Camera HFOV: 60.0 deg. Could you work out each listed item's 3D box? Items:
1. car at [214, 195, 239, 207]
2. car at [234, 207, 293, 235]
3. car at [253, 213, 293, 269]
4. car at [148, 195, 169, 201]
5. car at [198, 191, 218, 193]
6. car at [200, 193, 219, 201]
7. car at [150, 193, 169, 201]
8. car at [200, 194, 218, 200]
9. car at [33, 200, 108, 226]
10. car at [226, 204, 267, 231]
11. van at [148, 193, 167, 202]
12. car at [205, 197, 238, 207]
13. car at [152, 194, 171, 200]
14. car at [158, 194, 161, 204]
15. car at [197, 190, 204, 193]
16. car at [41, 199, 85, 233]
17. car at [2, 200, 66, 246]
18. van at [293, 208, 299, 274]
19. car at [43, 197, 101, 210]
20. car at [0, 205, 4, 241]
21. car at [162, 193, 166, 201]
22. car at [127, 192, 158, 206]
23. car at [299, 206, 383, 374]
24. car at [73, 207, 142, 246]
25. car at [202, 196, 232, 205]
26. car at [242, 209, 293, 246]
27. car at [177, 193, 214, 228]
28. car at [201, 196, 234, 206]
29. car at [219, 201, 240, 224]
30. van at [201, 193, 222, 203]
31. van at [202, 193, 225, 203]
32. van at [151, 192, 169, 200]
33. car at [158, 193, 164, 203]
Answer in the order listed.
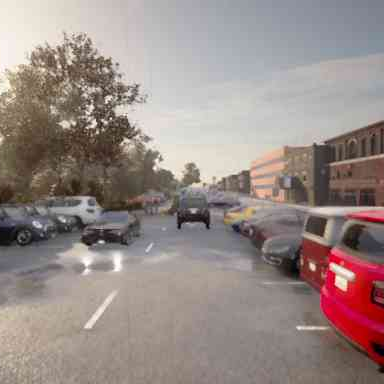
[{"bbox_3d":[4.309,1.496,46.897,4.792,1.488,2.163,0,0,0],"label":"car"},{"bbox_3d":[4.534,1.580,15.354,4.674,1.452,2.002,0,0,0],"label":"car"},{"bbox_3d":[4.544,1.520,9.787,4.892,1.521,2.231,0,0,0],"label":"car"},{"bbox_3d":[-8.183,1.440,80.804,4.792,1.488,2.163,0,1,0],"label":"car"},{"bbox_3d":[4.407,1.249,63.853,5.566,2.045,2.435,0,0,0],"label":"car"},{"bbox_3d":[4.396,1.240,83.650,4.553,1.767,2.185,0,1,0],"label":"car"},{"bbox_3d":[-8.113,1.243,83.499,4.553,1.767,2.185,0,1,0],"label":"car"},{"bbox_3d":[4.431,1.362,86.478,4.674,1.452,2.002,0,1,0],"label":"car"},{"bbox_3d":[-8.514,1.447,23.706,4.553,1.767,2.185,0,0,0],"label":"car"},{"bbox_3d":[4.507,1.580,18.137,4.792,1.488,2.163,0,0,0],"label":"car"},{"bbox_3d":[-8.041,1.229,77.973,4.442,1.987,1.878,0,1,0],"label":"van"},{"bbox_3d":[4.343,1.512,49.724,4.674,1.452,2.002,0,0,0],"label":"car"},{"bbox_3d":[-8.135,1.279,89.272,4.892,1.521,2.231,0,1,0],"label":"car"},{"bbox_3d":[-8.216,1.482,55.244,5.008,1.535,2.097,0,0,0],"label":"car"},{"bbox_3d":[4.412,1.026,89.299,5.566,2.045,2.435,0,1,0],"label":"car"},{"bbox_3d":[-8.575,1.425,18.010,4.553,1.767,2.185,0,0,0],"label":"car"},{"bbox_3d":[-8.575,1.414,15.226,4.553,1.767,2.185,0,0,0],"label":"car"},{"bbox_3d":[4.655,1.282,6.881,4.442,1.987,1.878,0,0,0],"label":"van"},{"bbox_3d":[-8.573,1.310,20.921,5.566,2.045,2.435,0,0,0],"label":"car"},{"bbox_3d":[-8.511,1.393,9.780,4.553,1.767,2.185,0,0,0],"label":"car"},{"bbox_3d":[-8.161,1.534,66.538,4.792,1.488,2.163,0,0,0],"label":"car"},{"bbox_3d":[-8.196,1.352,52.544,4.553,1.767,2.185,0,0,0],"label":"car"},{"bbox_3d":[4.568,1.246,4.222,5.566,2.045,2.435,0,0,0],"label":"car"},{"bbox_3d":[-3.580,1.610,15.823,2.033,1.411,5.357,0,0,0],"label":"car"},{"bbox_3d":[4.371,1.489,58.201,5.008,1.535,2.097,0,0,0],"label":"car"},{"bbox_3d":[4.566,1.559,12.571,4.792,1.488,2.163,0,0,0],"label":"car"},{"bbox_3d":[0.129,1.314,23.140,2.150,2.045,5.566,0,0,1],"label":"car"},{"bbox_3d":[4.173,1.480,55.375,5.366,1.575,1.946,0,0,0],"label":"car"},{"bbox_3d":[4.519,1.612,23.562,4.674,1.452,2.002,-1,0,0],"label":"car"},{"bbox_3d":[4.283,1.287,72.209,4.442,1.987,1.878,0,0,0],"label":"van"},{"bbox_3d":[4.269,1.280,66.678,4.442,1.987,1.878,0,0,0],"label":"van"},{"bbox_3d":[-8.254,1.097,86.444,4.442,1.987,1.878,0,1,0],"label":"van"},{"bbox_3d":[-8.212,1.495,61.016,4.892,1.521,2.231,0,0,0],"label":"car"}]
